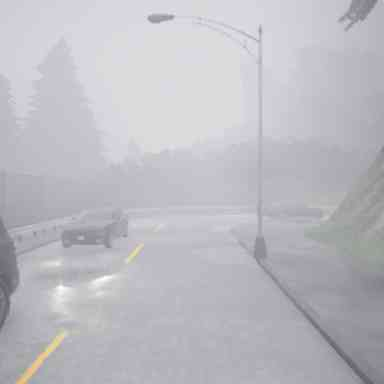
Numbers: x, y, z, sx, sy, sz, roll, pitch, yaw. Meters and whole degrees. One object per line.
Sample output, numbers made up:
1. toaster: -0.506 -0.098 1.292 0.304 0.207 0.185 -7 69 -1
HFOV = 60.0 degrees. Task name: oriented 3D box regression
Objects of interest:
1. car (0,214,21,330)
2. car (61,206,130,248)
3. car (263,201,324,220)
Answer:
1. car: -4.077 1.209 3.567 2.150 2.045 5.566 0 0 0
2. car: -4.044 1.418 14.638 1.882 1.535 5.008 0 0 0
3. car: 7.933 1.420 26.053 4.674 1.442 1.812 0 0 -7
